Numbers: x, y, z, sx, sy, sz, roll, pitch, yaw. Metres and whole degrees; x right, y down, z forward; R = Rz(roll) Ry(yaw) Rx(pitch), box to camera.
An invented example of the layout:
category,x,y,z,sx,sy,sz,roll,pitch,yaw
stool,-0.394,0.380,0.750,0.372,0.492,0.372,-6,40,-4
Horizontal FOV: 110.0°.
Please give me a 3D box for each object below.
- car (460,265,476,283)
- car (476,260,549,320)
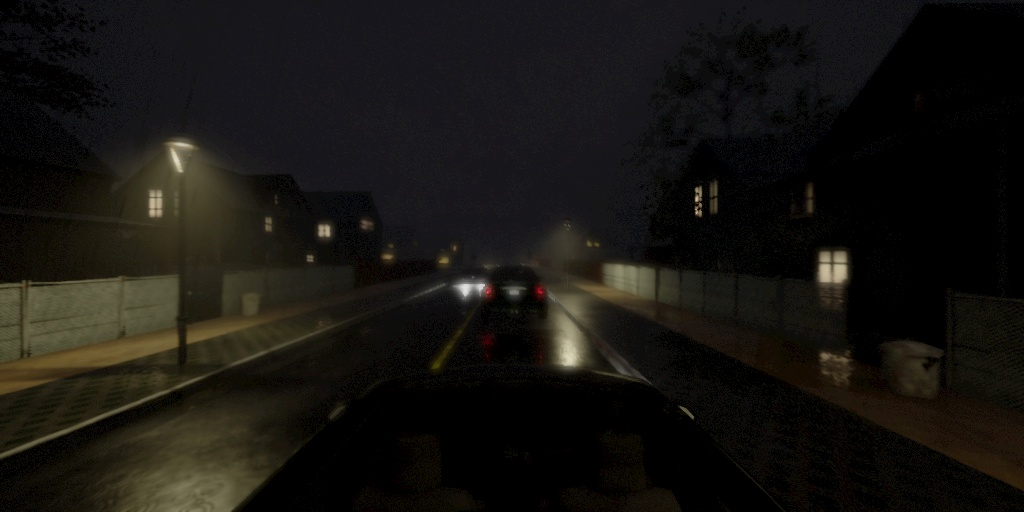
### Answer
category,x,y,z,sx,sy,sz,roll,pitch,yaw
car,-2.838,1.363,28.068,1.994,1.385,4.181,0,0,0
car,0.080,1.107,12.765,2.097,1.767,4.553,0,0,0
